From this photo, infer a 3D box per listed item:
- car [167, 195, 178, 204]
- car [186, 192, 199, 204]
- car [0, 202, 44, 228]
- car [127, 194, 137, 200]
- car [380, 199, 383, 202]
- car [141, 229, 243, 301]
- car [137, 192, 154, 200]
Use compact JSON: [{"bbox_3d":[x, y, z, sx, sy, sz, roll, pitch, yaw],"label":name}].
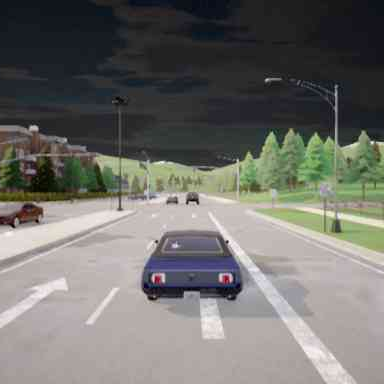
[{"bbox_3d":[-3.395,1.346,58.946,2.128,1.511,4.902,0,0,0],"label":"car"},{"bbox_3d":[0.107,1.076,58.918,2.150,2.045,5.566,0,0,0],"label":"car"},{"bbox_3d":[-11.553,1.424,21.799,1.882,1.535,5.008,0,0,0],"label":"car"},{"bbox_3d":[-15.299,1.316,84.643,1.812,1.442,4.674,0,0,-1],"label":"car"},{"bbox_3d":[33.958,1.355,55.482,4.902,1.511,2.128,0,0,0],"label":"car"},{"bbox_3d":[0.001,1.580,8.239,1.895,1.301,4.718,0,0,0],"label":"car"},{"bbox_3d":[-11.799,1.017,84.664,2.150,2.045,5.566,0,0,-1],"label":"car"}]
